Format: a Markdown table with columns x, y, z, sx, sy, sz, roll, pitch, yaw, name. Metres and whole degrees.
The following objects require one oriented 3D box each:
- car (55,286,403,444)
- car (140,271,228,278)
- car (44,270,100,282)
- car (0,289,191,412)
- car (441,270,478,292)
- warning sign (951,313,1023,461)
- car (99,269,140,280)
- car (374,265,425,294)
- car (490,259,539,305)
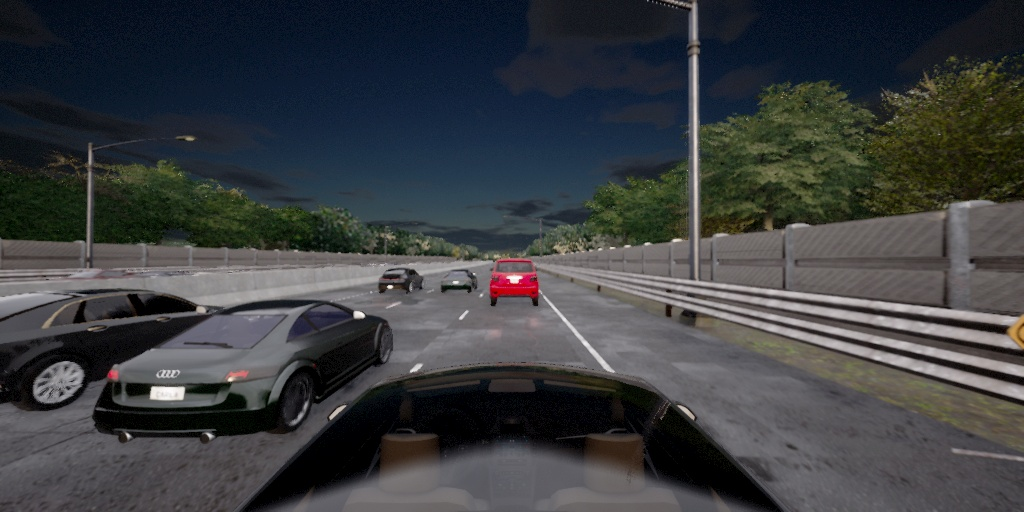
| x | y | z | sx | sy | sz | roll | pitch | yaw | name |
| --- | --- | --- | --- | --- | --- | --- | --- | --- | --- |
| -3.402 | 1.362 | 5.574 | 1.994 | 1.385 | 4.181 | 0 | -1 | 1 | car |
| -17.591 | 1.586 | 20.373 | 1.895 | 1.301 | 4.718 | 0 | -1 | 0 | car |
| -24.590 | 1.521 | 21.238 | 1.812 | 1.442 | 4.674 | 0 | -1 | 0 | car |
| -6.899 | 1.308 | 6.149 | 1.837 | 1.490 | 4.892 | 0 | -1 | 0 | car |
| -3.389 | 1.591 | 23.617 | 1.994 | 1.385 | 4.181 | 0 | -1 | 0 | car |
| 4.549 | 0.880 | 2.825 | 1.300 | 1.860 | 1.060 | 0 | 0 | 0 | warning sign |
| -21.088 | 1.562 | 21.388 | 1.994 | 1.385 | 4.181 | 0 | -1 | 0 | car |
| -6.888 | 1.521 | 22.711 | 1.837 | 1.490 | 4.892 | 0 | -1 | 0 | car |
| 0.107 | 1.170 | 17.497 | 2.150 | 2.045 | 5.566 | 0 | -1 | 0 | car |
